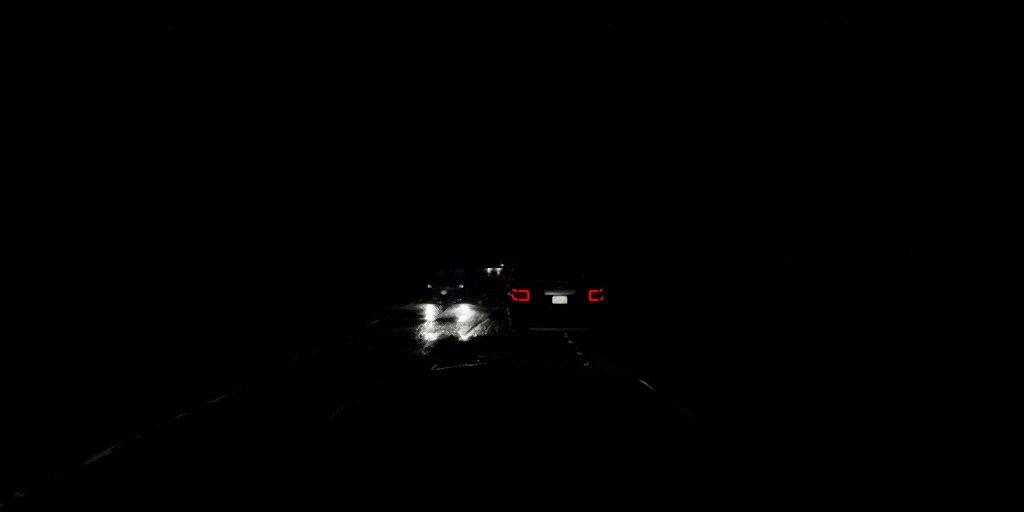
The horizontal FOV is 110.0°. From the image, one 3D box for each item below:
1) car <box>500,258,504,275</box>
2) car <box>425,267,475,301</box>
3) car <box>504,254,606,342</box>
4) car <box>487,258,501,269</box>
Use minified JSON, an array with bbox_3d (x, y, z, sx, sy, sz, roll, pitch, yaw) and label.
[{"bbox_3d":[0.029,1.219,38.261,1.882,1.535,5.008,0,0,0],"label":"car"},{"bbox_3d":[-2.868,1.274,17.425,1.812,1.442,4.674,0,0,0],"label":"car"},{"bbox_3d":[0.955,0.974,9.873,2.150,2.045,5.566,0,0,0],"label":"car"},{"bbox_3d":[-2.906,1.234,58.156,1.837,1.490,4.892,0,1,0],"label":"car"}]
